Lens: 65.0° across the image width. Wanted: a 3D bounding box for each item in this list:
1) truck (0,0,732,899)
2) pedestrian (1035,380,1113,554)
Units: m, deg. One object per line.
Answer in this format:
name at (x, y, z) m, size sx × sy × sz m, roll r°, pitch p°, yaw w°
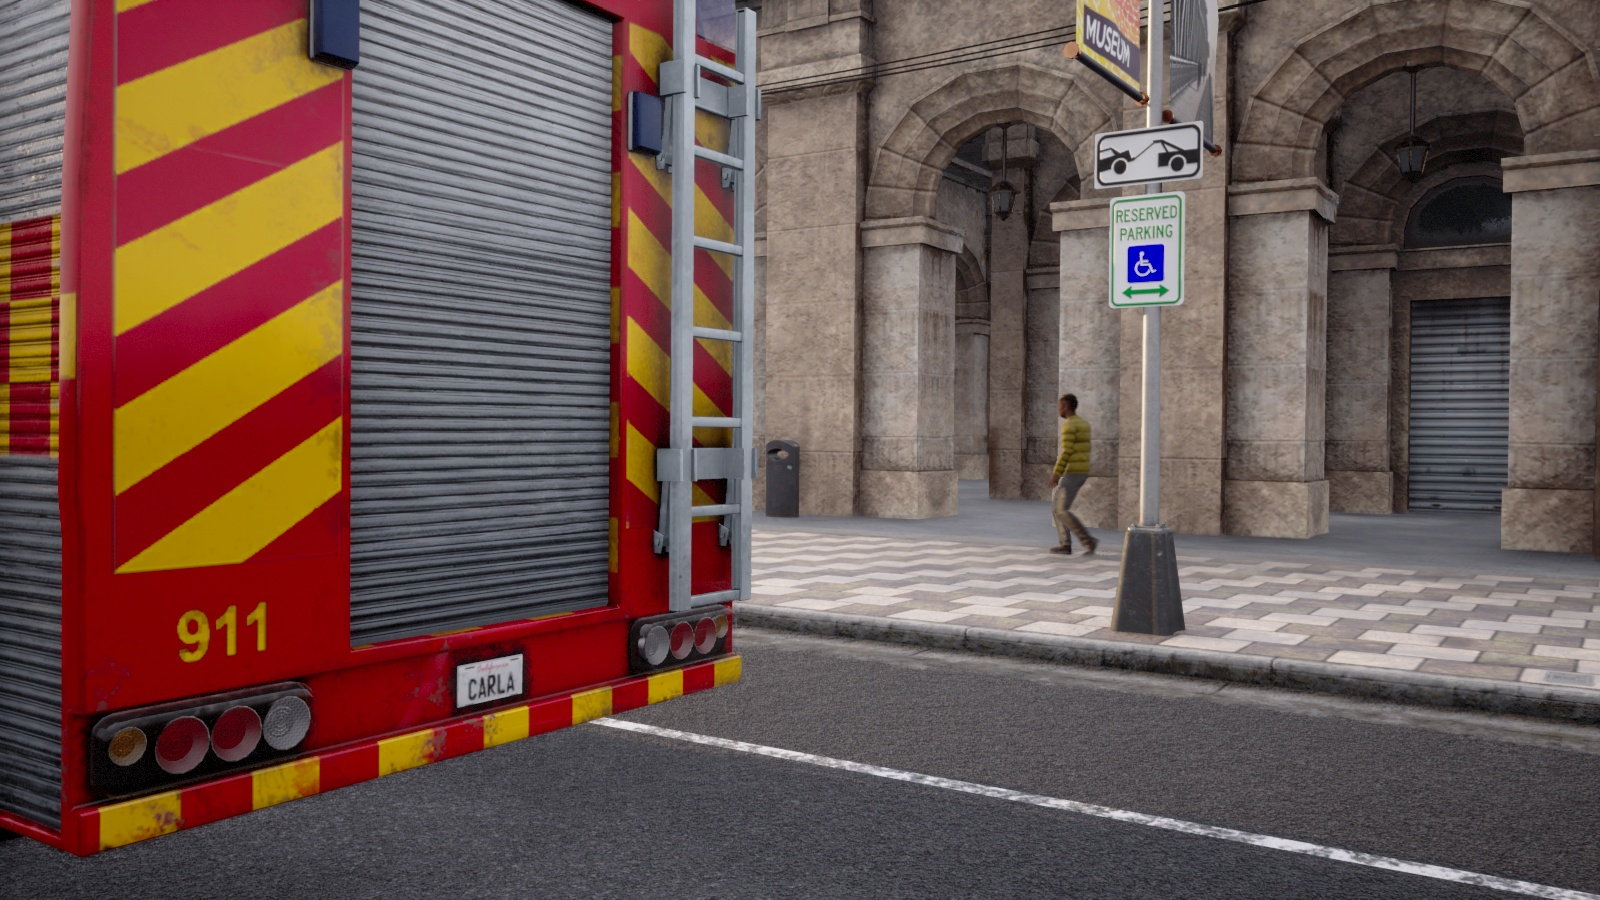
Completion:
truck at (-4.646, -0.483, 6.693) m, size 8.468 × 3.827 × 2.891 m, roll 0°, pitch 1°, yaw 34°
pedestrian at (2.979, 0.174, 13.664) m, size 0.709 × 1.840 × 0.431 m, roll 0°, pitch 1°, yaw 33°
